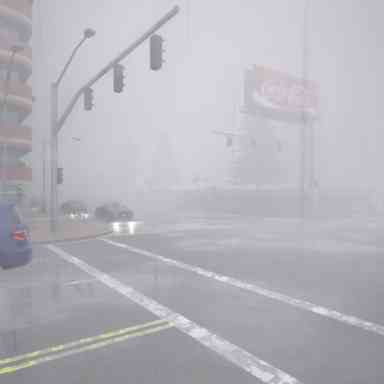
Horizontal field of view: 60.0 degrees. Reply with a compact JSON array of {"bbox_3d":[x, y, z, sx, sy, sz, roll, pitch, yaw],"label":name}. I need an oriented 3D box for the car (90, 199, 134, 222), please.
[{"bbox_3d":[-6.289,1.564,26.639,1.994,1.385,4.181,0,0,-36],"label":"car"}]

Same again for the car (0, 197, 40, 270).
[{"bbox_3d":[-6.647,1.220,7.446,5.566,2.045,2.150,0,0,-32],"label":"car"}]

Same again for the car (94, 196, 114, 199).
[{"bbox_3d":[-14.490,1.505,56.394,1.837,1.490,4.892,0,0,-36],"label":"car"}]

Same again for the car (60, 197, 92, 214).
[{"bbox_3d":[-12.549,1.563,35.355,1.994,1.385,4.181,0,0,-36],"label":"car"}]

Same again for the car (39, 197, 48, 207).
[{"bbox_3d":[-23.167,1.477,50.215,1.882,1.535,5.008,0,0,-35],"label":"car"}]

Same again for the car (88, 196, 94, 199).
[{"bbox_3d":[-19.973,1.478,64.027,1.882,1.535,5.008,0,0,-36],"label":"car"}]
